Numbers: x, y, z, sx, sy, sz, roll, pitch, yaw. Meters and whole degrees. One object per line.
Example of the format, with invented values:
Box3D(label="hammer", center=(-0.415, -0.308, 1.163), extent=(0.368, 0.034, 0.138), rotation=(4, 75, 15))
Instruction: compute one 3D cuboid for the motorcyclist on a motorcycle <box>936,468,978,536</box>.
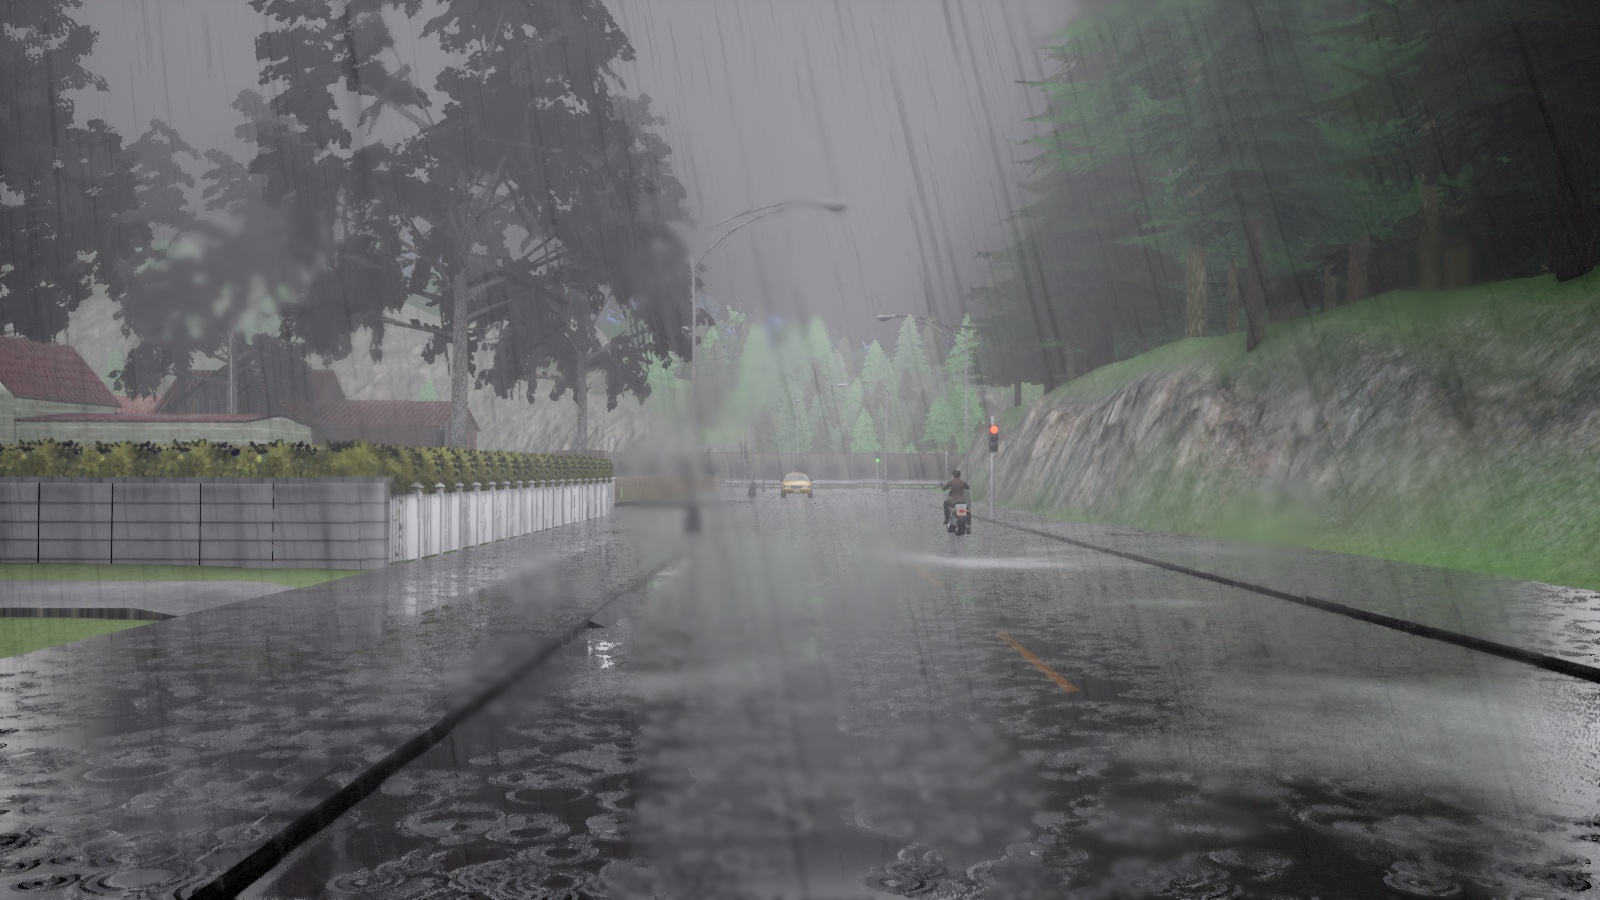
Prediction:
Box3D(label="motorcyclist on a motorcycle", center=(3.921, 1.277, 31.522), extent=(0.766, 1.649, 2.350), rotation=(0, -1, 0))

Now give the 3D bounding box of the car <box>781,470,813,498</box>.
Box3D(label="car", center=(-0.184, 1.989, 73.693), extent=(1.801, 1.575, 5.366), rotation=(0, -1, 0))
